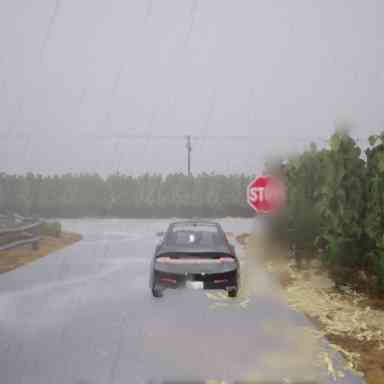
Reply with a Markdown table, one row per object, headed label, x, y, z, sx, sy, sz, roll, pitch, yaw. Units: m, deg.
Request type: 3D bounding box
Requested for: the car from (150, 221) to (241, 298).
| label | x | y | z | sx | sy | sz | roll | pitch | yaw |
| --- | --- | --- | --- | --- | --- | --- | --- | --- | --- |
| car | 0.075 | 1.491 | 8.505 | 2.128 | 1.511 | 4.902 | 0 | 0 | 0 |
